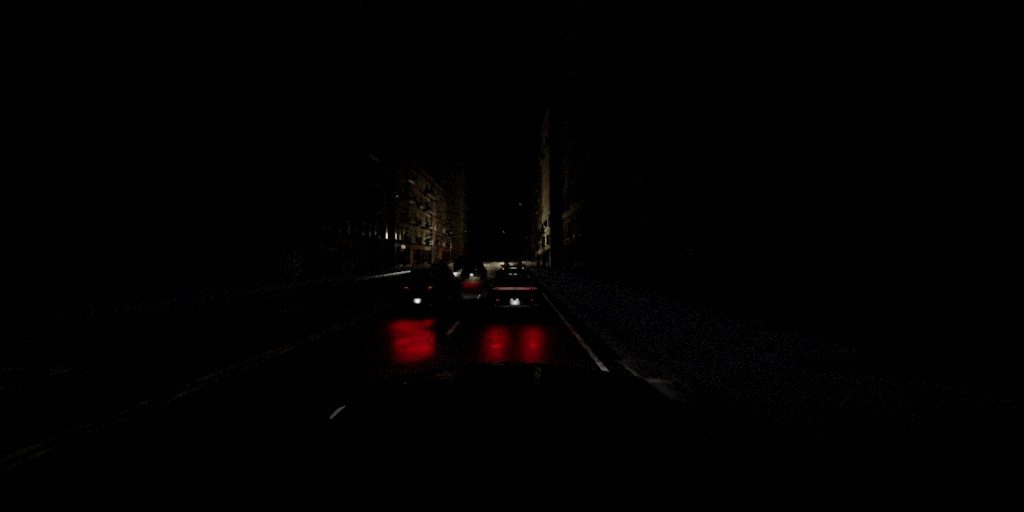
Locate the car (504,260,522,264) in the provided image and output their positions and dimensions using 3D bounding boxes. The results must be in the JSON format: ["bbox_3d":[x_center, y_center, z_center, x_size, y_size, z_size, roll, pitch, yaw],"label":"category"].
[{"bbox_3d":[0.093,1.074,29.606,2.097,1.767,4.553,0,0,0],"label":"car"}]

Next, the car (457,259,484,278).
[{"bbox_3d":[-3.157,1.226,30.431,1.837,1.490,4.892,0,0,0],"label":"car"}]

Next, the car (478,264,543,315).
[{"bbox_3d":[0.097,1.232,13.546,2.128,1.511,4.902,0,0,0],"label":"car"}]

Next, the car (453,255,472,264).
[{"bbox_3d":[-6.512,0.925,48.533,2.150,2.045,5.566,0,0,0],"label":"car"}]

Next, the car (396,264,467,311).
[{"bbox_3d":[-3.153,1.244,14.383,1.837,1.490,4.892,0,0,0],"label":"car"}]

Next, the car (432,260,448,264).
[{"bbox_3d":[-9.763,1.228,48.431,1.812,1.442,4.674,0,0,0],"label":"car"}]
